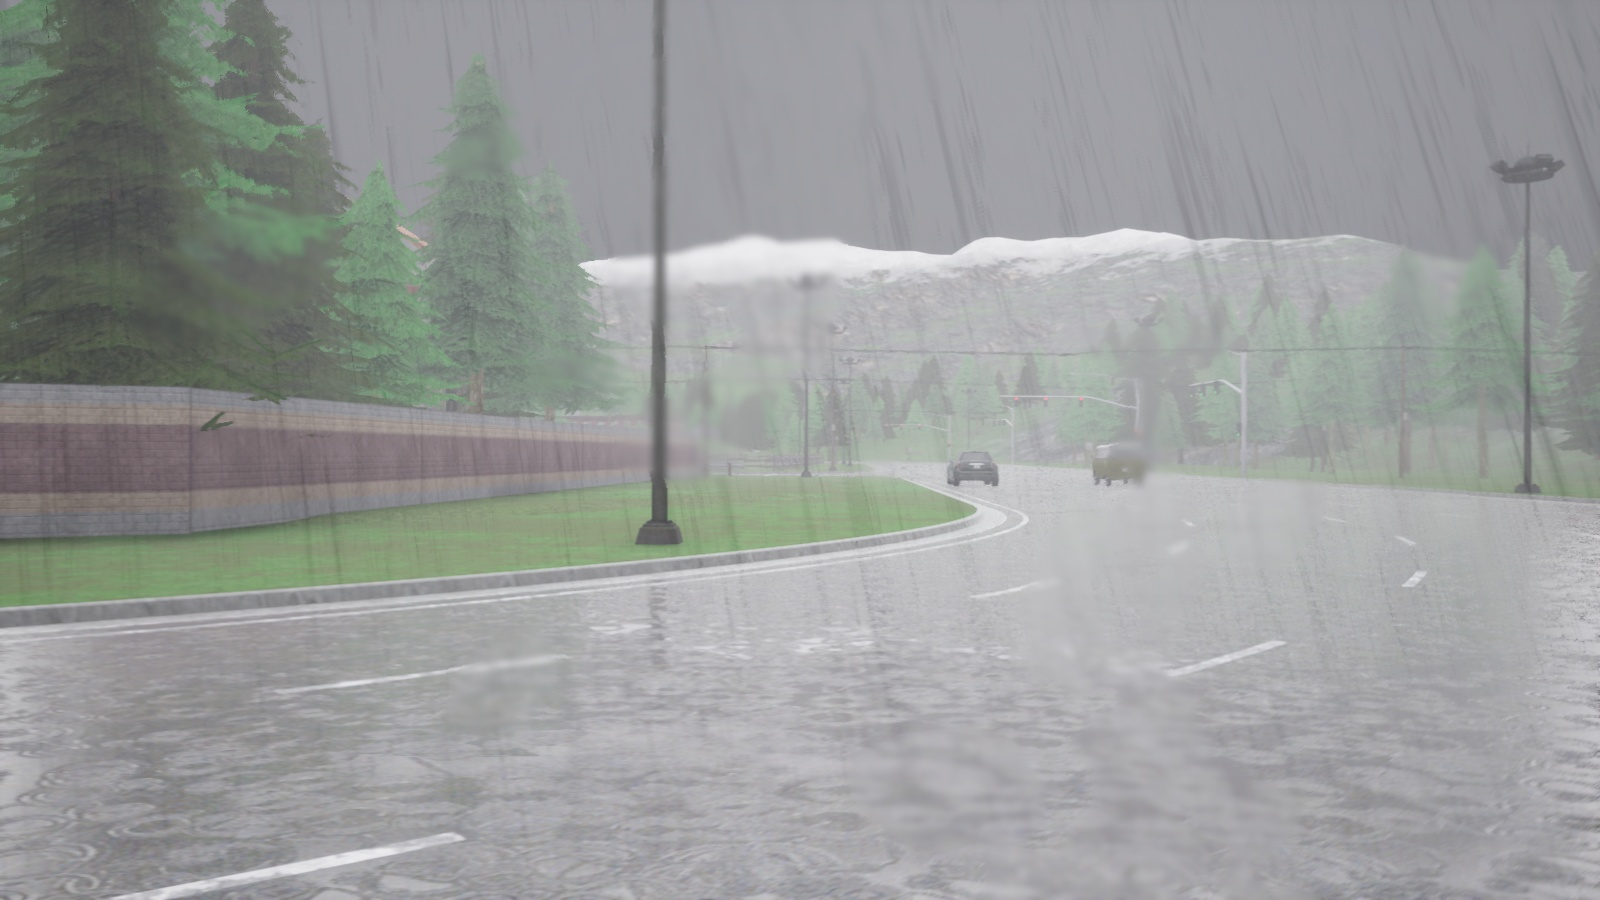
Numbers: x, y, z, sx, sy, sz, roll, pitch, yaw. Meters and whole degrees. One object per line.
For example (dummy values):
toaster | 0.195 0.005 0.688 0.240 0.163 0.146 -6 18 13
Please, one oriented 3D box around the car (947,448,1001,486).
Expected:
car | 8.309 0.784 60.211 2.097 1.767 4.553 0 0 2

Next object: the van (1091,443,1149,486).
van | 15.314 0.659 60.233 1.775 1.987 4.442 0 0 2
